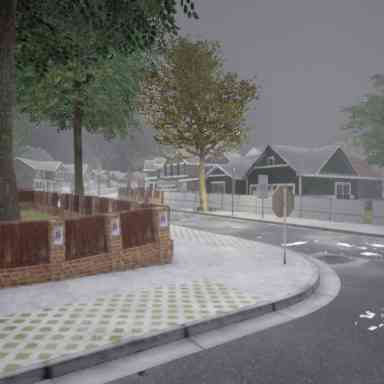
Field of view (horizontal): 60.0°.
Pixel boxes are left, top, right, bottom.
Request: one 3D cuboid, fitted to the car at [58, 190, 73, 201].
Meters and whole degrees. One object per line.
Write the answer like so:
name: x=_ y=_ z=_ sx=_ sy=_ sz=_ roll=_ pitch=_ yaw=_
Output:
car: x=-17.921 y=0.496 z=47.089 sx=1.812 sy=1.442 sz=4.674 roll=0 pitch=1 yaw=-31
